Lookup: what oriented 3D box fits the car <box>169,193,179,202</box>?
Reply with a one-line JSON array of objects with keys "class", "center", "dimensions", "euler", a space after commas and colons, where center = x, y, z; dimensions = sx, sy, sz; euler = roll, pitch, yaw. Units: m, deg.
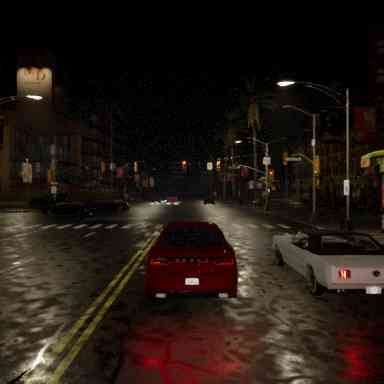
[{"class": "car", "center": [-4.261, 1.225, 80.645], "dimensions": [2.150, 2.045, 5.566], "euler": [0, 0, -1]}]

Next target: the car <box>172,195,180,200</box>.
[{"class": "car", "center": [-4.369, 1.540, 91.940], "dimensions": [2.033, 1.411, 5.357], "euler": [0, 0, -1]}]

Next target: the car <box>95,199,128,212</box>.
[{"class": "car", "center": [-9.487, 1.491, 36.559], "dimensions": [4.902, 1.511, 2.128], "euler": [0, 0, -25]}]

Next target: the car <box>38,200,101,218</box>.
[{"class": "car", "center": [-10.849, 1.601, 29.525], "dimensions": [4.718, 1.301, 1.895], "euler": [0, 0, 18]}]

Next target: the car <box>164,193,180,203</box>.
[{"class": "car", "center": [-4.171, 1.355, 71.306], "dimensions": [2.097, 1.767, 4.553], "euler": [0, 0, -1]}]

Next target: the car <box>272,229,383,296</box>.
[{"class": "car", "center": [3.495, 1.601, 8.618], "dimensions": [1.895, 1.301, 4.718], "euler": [0, 0, 0]}]

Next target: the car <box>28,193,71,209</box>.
[{"class": "car", "center": [-19.656, 1.221, 46.114], "dimensions": [5.566, 2.045, 2.150], "euler": [0, 0, -2]}]

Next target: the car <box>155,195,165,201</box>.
[{"class": "car", "center": [-7.765, 1.524, 81.063], "dimensions": [1.812, 1.442, 4.674], "euler": [0, 0, -1]}]

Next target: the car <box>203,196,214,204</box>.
[{"class": "car", "center": [3.025, 1.525, 61.208], "dimensions": [1.812, 1.442, 4.674], "euler": [0, 0, -1]}]

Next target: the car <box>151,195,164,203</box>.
[{"class": "car", "center": [-7.674, 1.540, 71.568], "dimensions": [2.033, 1.411, 5.357], "euler": [0, 0, -1]}]

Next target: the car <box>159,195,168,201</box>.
[{"class": "car", "center": [-7.863, 1.525, 91.178], "dimensions": [2.128, 1.511, 4.902], "euler": [0, 0, -1]}]

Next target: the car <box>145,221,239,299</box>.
[{"class": "car", "center": [-0.006, 1.478, 8.530], "dimensions": [1.882, 1.535, 5.008], "euler": [0, 0, 0]}]
